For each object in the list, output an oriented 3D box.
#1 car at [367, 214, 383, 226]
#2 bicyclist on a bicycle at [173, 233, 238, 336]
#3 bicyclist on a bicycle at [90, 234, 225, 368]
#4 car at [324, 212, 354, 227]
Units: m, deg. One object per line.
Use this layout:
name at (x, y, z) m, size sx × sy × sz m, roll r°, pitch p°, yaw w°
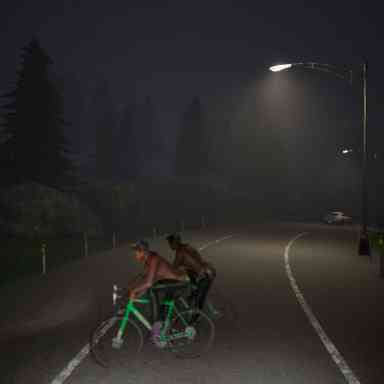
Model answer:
car at (24.224, 3.563, 42.278) m, size 4.902 × 1.511 × 2.128 m, roll 5°, pitch -2°, yaw -33°
bicyclist on a bicycle at (-0.086, 1.465, 5.273) m, size 1.656 × 1.620 × 0.582 m, roll 0°, pitch 9°, yaw 24°
bicyclist on a bicycle at (-0.499, 1.446, 4.372) m, size 1.656 × 1.620 × 0.582 m, roll -2°, pitch -1°, yaw -11°
car at (15.636, 2.891, 35.324) m, size 4.674 × 1.442 × 1.812 m, roll 5°, pitch -3°, yaw -44°
